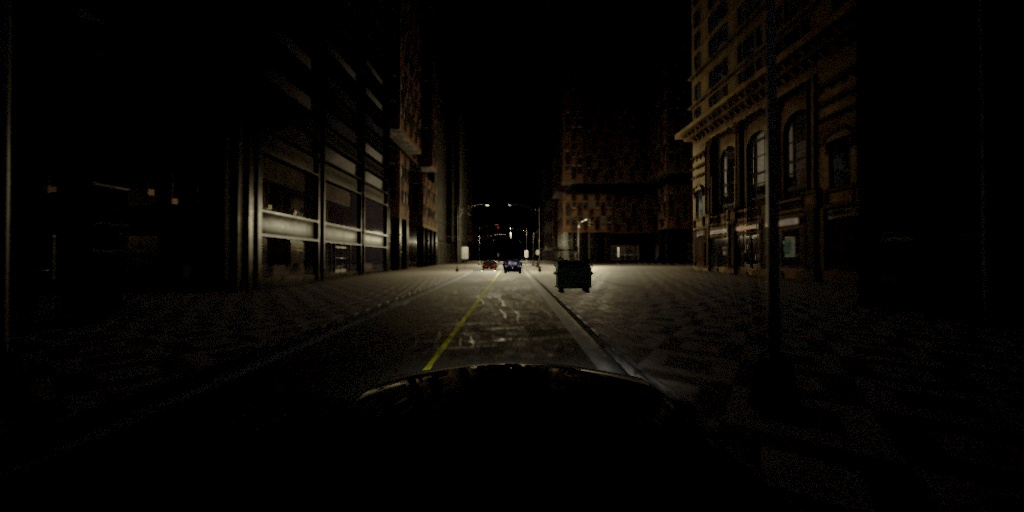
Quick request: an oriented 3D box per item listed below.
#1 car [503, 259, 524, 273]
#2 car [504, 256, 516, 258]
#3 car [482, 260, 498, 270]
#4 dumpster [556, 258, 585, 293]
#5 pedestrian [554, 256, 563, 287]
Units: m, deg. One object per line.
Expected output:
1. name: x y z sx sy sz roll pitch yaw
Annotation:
1. car: 0.069 1.261 41.374 1.994 1.385 4.181 0 0 0
2. car: 0.246 1.140 53.599 1.882 1.535 5.008 0 1 20
3. car: -3.015 1.296 49.681 1.994 1.385 4.181 0 0 0
4. dumpster: 3.129 1.123 19.391 1.020 1.700 1.940 0 0 0
5. pedestrian: 2.804 0.866 20.707 0.375 1.860 0.375 1 -1 -10
